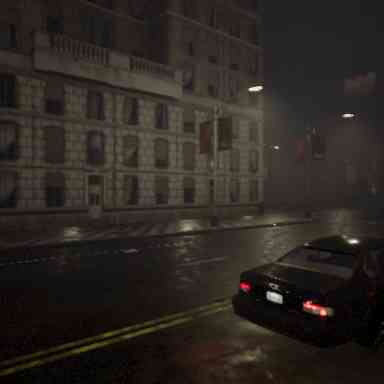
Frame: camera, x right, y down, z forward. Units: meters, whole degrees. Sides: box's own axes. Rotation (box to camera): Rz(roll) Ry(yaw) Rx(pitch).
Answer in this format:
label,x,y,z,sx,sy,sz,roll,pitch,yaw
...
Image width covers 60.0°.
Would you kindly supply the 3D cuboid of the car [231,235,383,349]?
label,x,y,z,sx,sy,sz,roll,pitch,yaw
car,3.176,1.552,6.281,5.357,1.411,2.033,0,0,-37
